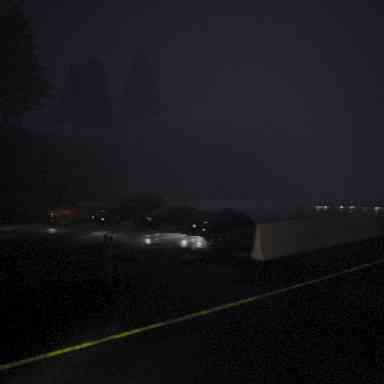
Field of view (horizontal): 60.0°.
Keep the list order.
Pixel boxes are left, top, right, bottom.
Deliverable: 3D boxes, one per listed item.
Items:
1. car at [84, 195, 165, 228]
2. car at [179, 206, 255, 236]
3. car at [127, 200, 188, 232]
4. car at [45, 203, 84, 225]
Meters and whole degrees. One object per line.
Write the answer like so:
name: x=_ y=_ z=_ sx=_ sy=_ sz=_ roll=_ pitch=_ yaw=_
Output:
car: x=-4.183 y=1.265 z=22.986 sx=5.566 sy=2.045 sz=2.150 roll=0 pitch=0 yaw=-39
car: x=1.648 y=1.603 z=18.793 sx=4.181 sy=1.385 sz=1.994 roll=0 pitch=0 yaw=-40
car: x=-1.258 y=1.518 z=20.908 sx=5.008 sy=1.535 sz=1.882 roll=0 pitch=0 yaw=-40
car: x=-8.062 y=1.518 z=24.383 sx=5.008 sy=1.535 sz=1.882 roll=0 pitch=0 yaw=-39
